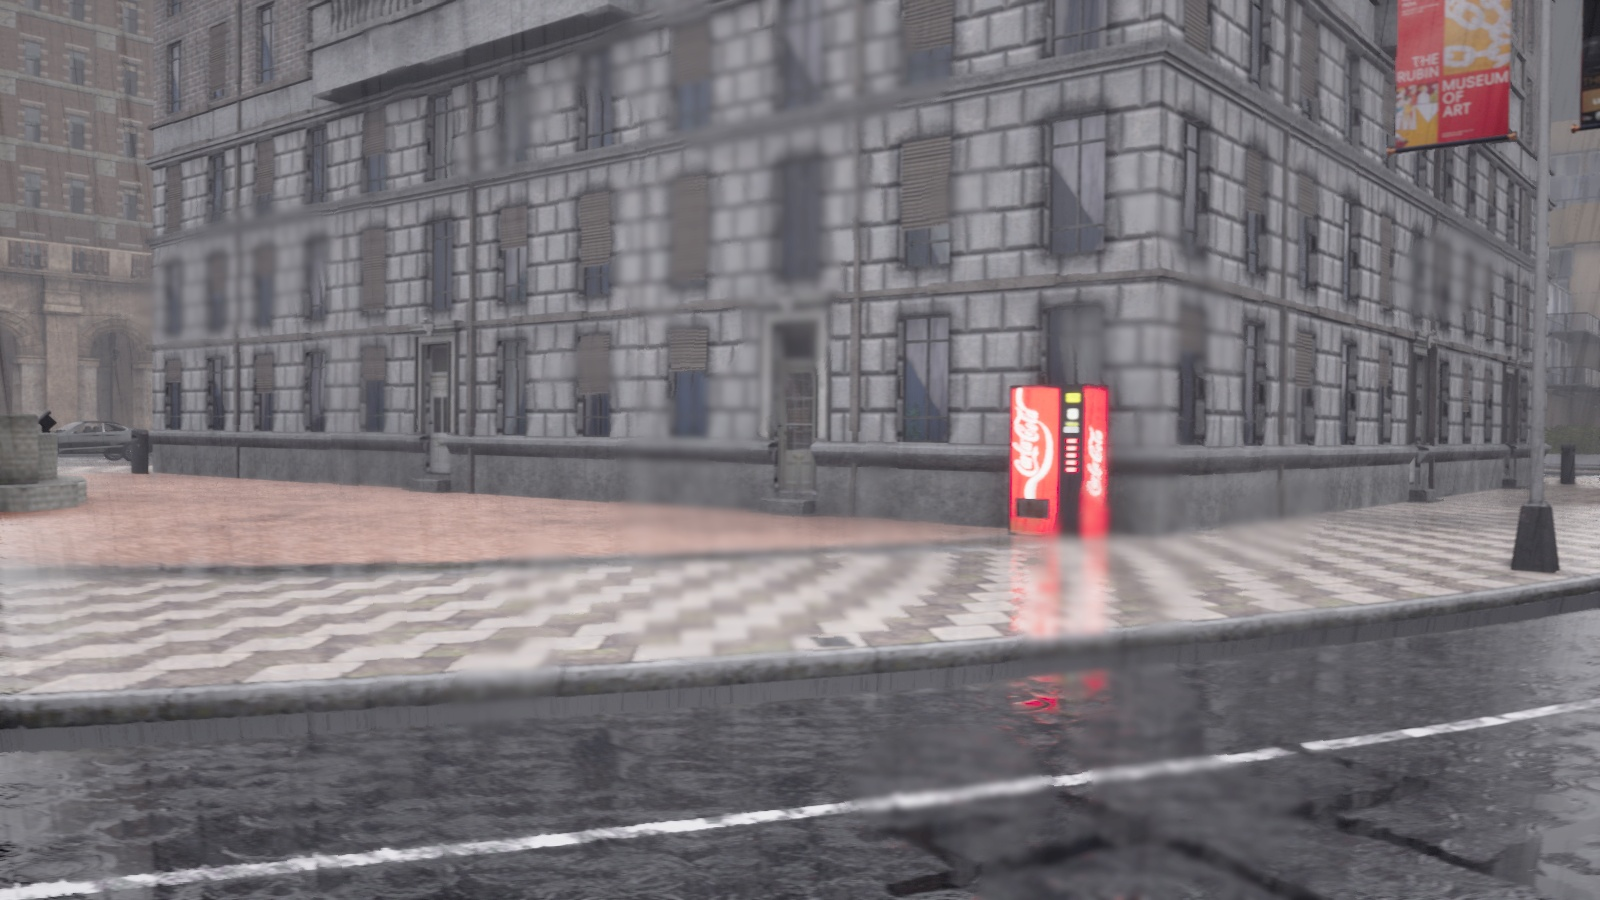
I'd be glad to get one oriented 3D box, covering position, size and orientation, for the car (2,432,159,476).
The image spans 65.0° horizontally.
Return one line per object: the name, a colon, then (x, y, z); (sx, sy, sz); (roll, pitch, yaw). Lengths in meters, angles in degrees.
car: (-28.908, 0.115, 50.609); (2.152, 1.651, 5.027); (0, 1, 40)
